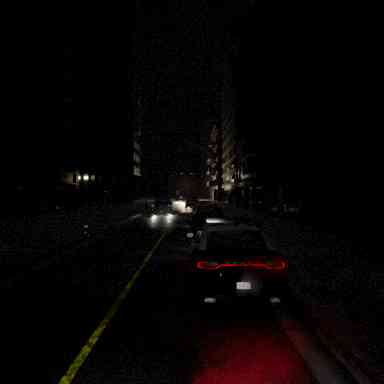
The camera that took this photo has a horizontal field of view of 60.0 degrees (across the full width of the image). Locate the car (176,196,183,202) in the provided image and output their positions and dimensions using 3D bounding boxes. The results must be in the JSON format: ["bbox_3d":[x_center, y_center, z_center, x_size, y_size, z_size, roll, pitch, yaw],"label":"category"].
[{"bbox_3d":[-3.026,1.655,80.935,2.128,1.511,4.902,0,0,0],"label":"car"}]

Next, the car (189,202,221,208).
[{"bbox_3d":[0.895,1.513,18.262,1.837,1.490,4.892,0,0,0],"label":"car"}]

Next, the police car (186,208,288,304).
[{"bbox_3d":[0.897,1.428,8.372,1.930,1.638,5.238,0,0,0],"label":"police car"}]

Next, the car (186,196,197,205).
[{"bbox_3d":[-0.019,1.555,59.844,1.882,1.535,5.008,0,0,0],"label":"car"}]

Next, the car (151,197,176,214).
[{"bbox_3d":[-3.112,1.379,35.401,2.097,1.767,4.553,0,0,0],"label":"car"}]

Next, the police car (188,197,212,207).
[{"bbox_3d":[0.892,1.439,24.372,1.930,1.638,5.238,0,0,0],"label":"police car"}]

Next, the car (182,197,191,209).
[{"bbox_3d":[-0.003,1.547,46.242,1.837,1.490,4.892,0,0,0],"label":"car"}]
